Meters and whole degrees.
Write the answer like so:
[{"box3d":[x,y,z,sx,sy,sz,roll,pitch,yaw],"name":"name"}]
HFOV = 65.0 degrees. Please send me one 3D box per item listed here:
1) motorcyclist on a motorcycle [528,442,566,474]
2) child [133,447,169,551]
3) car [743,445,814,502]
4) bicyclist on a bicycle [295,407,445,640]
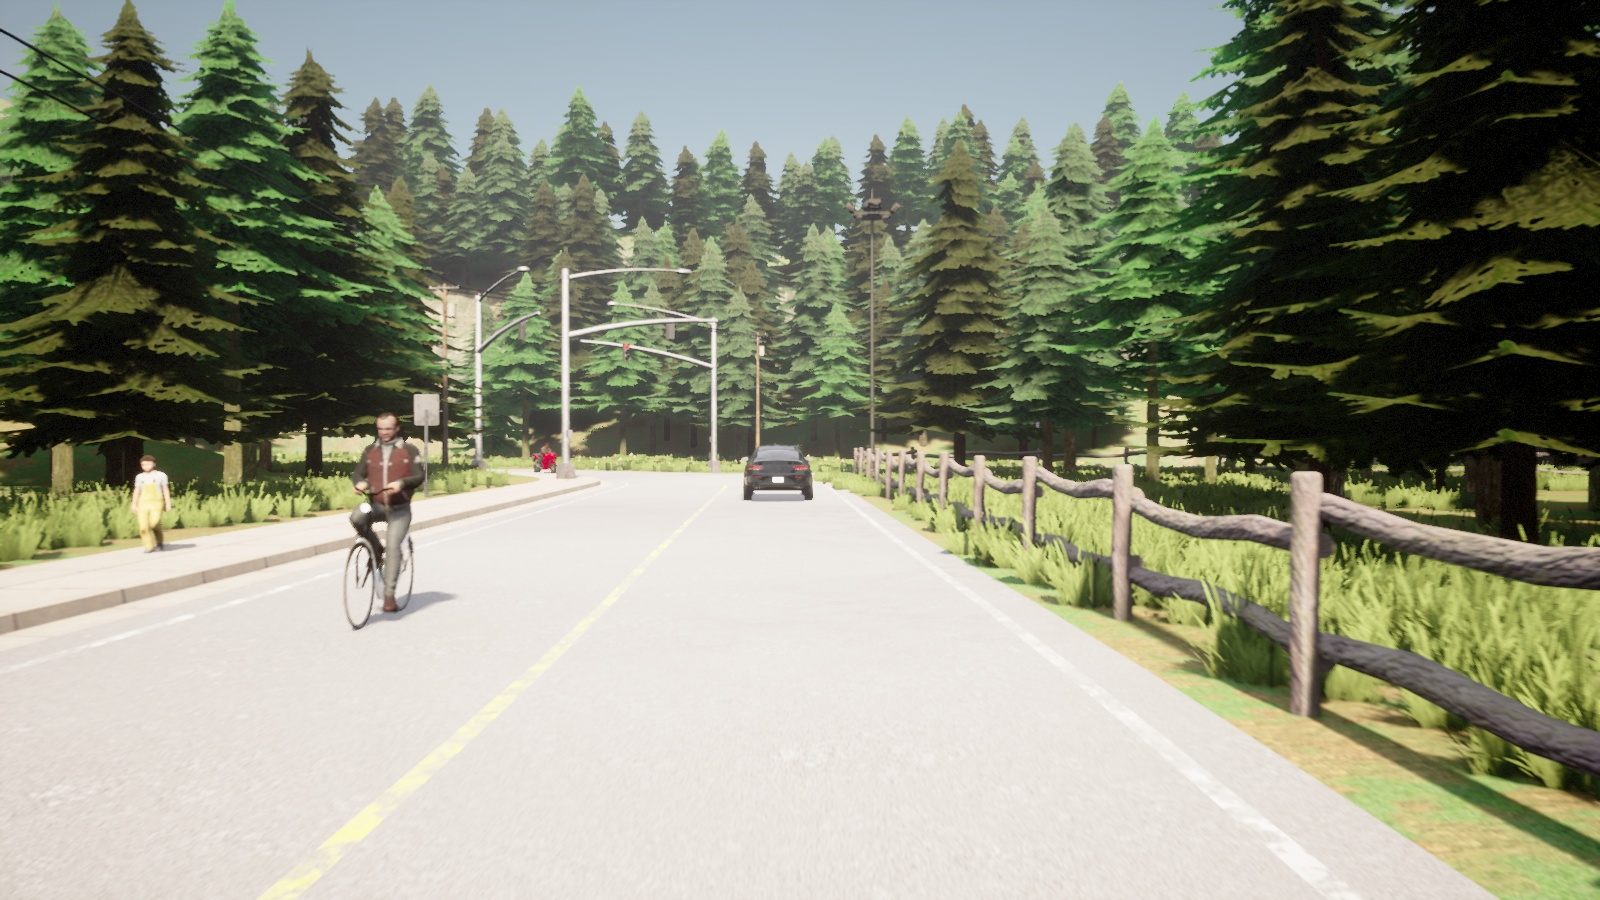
[{"box3d":[-12.432,0.379,61.633,2.044,1.523,0.797,0,1,44],"name":"motorcyclist on a motorcycle"},{"box3d":[-7.985,0.593,15.452,0.270,1.263,0.437,0,0,-10],"name":"child"},{"box3d":[-0.605,0.587,34.322,1.812,1.442,4.674,0,0,-1],"name":"car"},{"box3d":[-3.540,0.557,10.502,0.659,1.776,1.843,0,0,-1],"name":"bicyclist on a bicycle"}]
